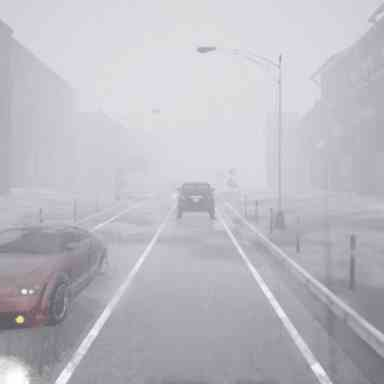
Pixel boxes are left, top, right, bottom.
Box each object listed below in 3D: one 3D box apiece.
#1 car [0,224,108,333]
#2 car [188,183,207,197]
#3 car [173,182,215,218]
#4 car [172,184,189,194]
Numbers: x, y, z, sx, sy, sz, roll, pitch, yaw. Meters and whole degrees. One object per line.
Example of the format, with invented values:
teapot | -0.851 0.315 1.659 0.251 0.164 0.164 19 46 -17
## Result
car | -3.055 1.359 6.527 1.994 1.385 4.181 0 2 0
car | 0.707 -0.290 39.047 2.128 1.511 4.902 0 2 3
car | 0.243 0.352 20.466 2.150 2.045 5.566 0 3 0
car | -1.633 -0.518 49.535 1.895 1.301 4.718 0 2 6
